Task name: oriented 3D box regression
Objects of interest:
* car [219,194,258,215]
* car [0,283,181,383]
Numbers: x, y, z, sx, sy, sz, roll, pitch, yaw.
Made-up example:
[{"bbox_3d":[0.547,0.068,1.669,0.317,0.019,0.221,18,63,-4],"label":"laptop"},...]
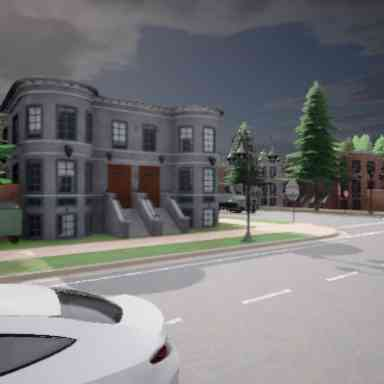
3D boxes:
[{"bbox_3d":[4.383,1.198,34.699,2.150,2.045,5.566,0,0,-33],"label":"car"},{"bbox_3d":[-2.266,1.526,2.350,4.674,1.442,1.812,0,0,-35],"label":"car"}]
